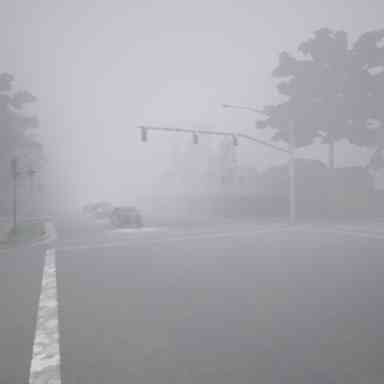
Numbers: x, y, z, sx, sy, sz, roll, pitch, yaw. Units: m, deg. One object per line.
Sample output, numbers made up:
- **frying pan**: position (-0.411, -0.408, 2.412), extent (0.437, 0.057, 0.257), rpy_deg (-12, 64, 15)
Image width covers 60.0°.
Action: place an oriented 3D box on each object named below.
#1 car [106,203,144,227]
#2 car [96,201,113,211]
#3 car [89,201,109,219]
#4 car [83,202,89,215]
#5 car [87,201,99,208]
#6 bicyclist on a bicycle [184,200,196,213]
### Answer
- **car**: position (-5.211, 1.873, 26.188), extent (1.837, 1.490, 4.892), rpy_deg (-1, -1, -24)
- **car**: position (-15.107, 2.344, 57.197), extent (2.128, 1.511, 4.902), rpy_deg (-1, -1, -24)
- **car**: position (-9.306, 1.882, 35.286), extent (2.097, 1.767, 4.553), rpy_deg (-1, -1, -24)
- **car**: position (-13.384, 2.255, 44.369), extent (1.994, 1.385, 4.181), rpy_deg (-1, -1, -24)
- **car**: position (-20.894, 2.596, 69.815), extent (1.812, 1.442, 4.674), rpy_deg (-1, -1, -24)
- **bicyclist on a bicycle**: position (-0.279, 1.751, 40.770), extent (1.656, 1.620, 0.582), rpy_deg (-1, -1, -24)
